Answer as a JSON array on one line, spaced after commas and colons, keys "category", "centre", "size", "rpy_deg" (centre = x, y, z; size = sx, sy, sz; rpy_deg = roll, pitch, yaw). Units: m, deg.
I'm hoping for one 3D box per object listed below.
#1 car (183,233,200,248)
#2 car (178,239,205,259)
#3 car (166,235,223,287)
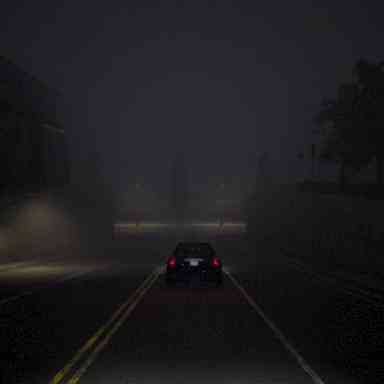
[{"category": "car", "centre": [-0.001, 6.022, 41.595], "size": [1.994, 1.385, 4.181], "rpy_deg": [0, -3, 1]}, {"category": "car", "centre": [-0.014, 4.717, 28.196], "size": [2.033, 1.411, 5.357], "rpy_deg": [0, -7, 0]}, {"category": "car", "centre": [0.100, 2.840, 14.102], "size": [2.097, 1.767, 4.553], "rpy_deg": [0, -7, 1]}]
